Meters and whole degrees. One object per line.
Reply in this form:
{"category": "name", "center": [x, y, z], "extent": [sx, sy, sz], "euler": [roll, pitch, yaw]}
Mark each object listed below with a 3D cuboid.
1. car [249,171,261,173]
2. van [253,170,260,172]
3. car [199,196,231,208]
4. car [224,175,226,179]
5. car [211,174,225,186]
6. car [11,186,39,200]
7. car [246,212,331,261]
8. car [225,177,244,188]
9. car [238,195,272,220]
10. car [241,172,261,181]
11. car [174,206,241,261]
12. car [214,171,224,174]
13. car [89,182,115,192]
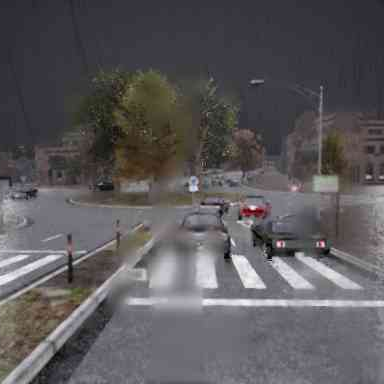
{"category": "car", "center": [15.302, -3.966, 88.809], "extent": [4.553, 1.767, 2.185], "euler": [1, 5, 11]}
{"category": "van", "center": [15.673, -4.316, 91.524], "extent": [4.442, 1.987, 1.878], "euler": [1, 5, 11]}
{"category": "car", "center": [1.838, 1.091, 25.839], "extent": [2.128, 1.511, 4.902], "euler": [1, 4, 16]}
{"category": "car", "center": [9.017, -2.995, 80.924], "extent": [1.895, 1.301, 4.718], "euler": [1, 5, 8]}
{"category": "car", "center": [5.199, -2.260, 69.994], "extent": [2.097, 1.767, 4.553], "euler": [0, 5, 1]}
{"category": "car", "center": [-19.994, 0.124, 39.873], "extent": [2.128, 1.511, 4.902], "euler": [0, 4, -7]}
{"category": "car", "center": [3.376, 1.635, 12.414], "extent": [1.895, 1.301, 4.718], "euler": [0, 0, 2]}
{"category": "car", "center": [8.270, -1.671, 64.949], "extent": [1.837, 1.490, 4.892], "euler": [0, 5, -2]}
{"category": "car", "center": [4.795, 1.009, 24.935], "extent": [2.097, 1.767, 4.553], "euler": [1, 4, 17]}
{"category": "car", "center": [14.749, -3.595, 86.133], "extent": [4.892, 1.521, 2.231], "euler": [1, 5, 11]}
{"category": "car", "center": [0.384, 1.517, 12.489], "extent": [2.128, 1.511, 4.902], "euler": [0, 0, 1]}
{"category": "car", "center": [7.871, -4.201, 91.637], "extent": [2.097, 1.767, 4.553], "euler": [1, 5, 11]}
{"category": "car", "center": [-14.297, -0.894, 54.571], "extent": [5.008, 1.535, 1.882], "euler": [-3, 5, -39]}
